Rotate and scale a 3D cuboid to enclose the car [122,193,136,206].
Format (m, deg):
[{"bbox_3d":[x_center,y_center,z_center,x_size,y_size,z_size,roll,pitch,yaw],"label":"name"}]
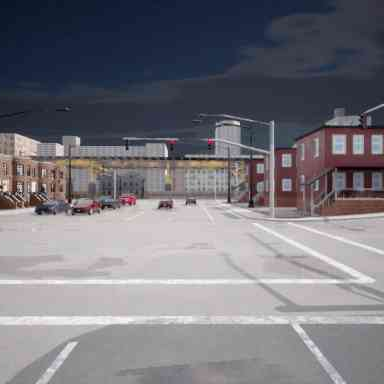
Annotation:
[{"bbox_3d":[-10.722,1.221,55.060,2.150,2.045,5.566,0,0,1],"label":"car"}]

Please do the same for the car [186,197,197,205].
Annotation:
[{"bbox_3d":[-0.168,1.526,58.619,1.812,1.442,4.674,0,0,0],"label":"car"}]

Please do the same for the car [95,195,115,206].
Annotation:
[{"bbox_3d":[-14.228,1.352,54.613,2.097,1.767,4.553,0,0,0],"label":"car"}]

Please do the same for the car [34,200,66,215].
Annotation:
[{"bbox_3d":[-14.188,1.547,34.300,2.033,1.411,5.357,0,0,0],"label":"car"}]

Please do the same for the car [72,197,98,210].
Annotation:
[{"bbox_3d":[-14.211,1.478,44.341,1.882,1.535,5.008,0,0,0],"label":"car"}]

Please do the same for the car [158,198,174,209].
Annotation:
[{"bbox_3d":[-3.528,1.526,45.620,1.812,1.442,4.674,0,0,0],"label":"car"}]

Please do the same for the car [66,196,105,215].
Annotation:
[{"bbox_3d":[-10.685,1.478,33.884,1.882,1.535,5.008,0,0,0],"label":"car"}]

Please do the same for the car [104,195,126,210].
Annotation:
[{"bbox_3d":[-10.709,1.547,44.363,2.033,1.411,5.357,0,0,0],"label":"car"}]
